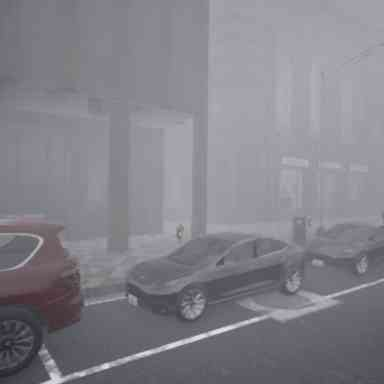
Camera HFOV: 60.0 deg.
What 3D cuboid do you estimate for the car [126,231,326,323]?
[{"bbox_3d":[0.716,1.589,7.267,4.313,1.339,1.947,0,0,-35],"label":"car"}]

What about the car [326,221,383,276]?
[{"bbox_3d":[5.294,1.616,10.533,4.313,1.339,1.947,0,0,-35],"label":"car"}]

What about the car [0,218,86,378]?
[{"bbox_3d":[-3.861,1.311,3.999,5.009,1.841,2.192,0,0,-35],"label":"car"}]
